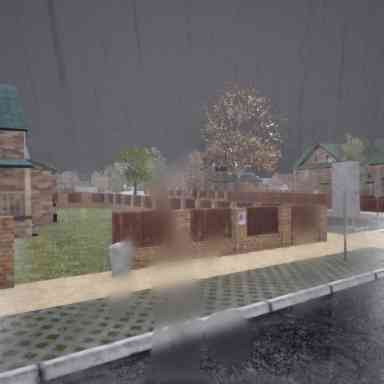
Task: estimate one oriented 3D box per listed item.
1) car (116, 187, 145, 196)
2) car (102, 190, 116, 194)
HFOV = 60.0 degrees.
[{"bbox_3d":[-9.461,0.238,52.507,2.150,2.045,5.566,-2,2,-34],"label":"car"},{"bbox_3d":[-15.269,0.318,60.955,2.128,1.511,4.902,-2,2,-33],"label":"car"}]
